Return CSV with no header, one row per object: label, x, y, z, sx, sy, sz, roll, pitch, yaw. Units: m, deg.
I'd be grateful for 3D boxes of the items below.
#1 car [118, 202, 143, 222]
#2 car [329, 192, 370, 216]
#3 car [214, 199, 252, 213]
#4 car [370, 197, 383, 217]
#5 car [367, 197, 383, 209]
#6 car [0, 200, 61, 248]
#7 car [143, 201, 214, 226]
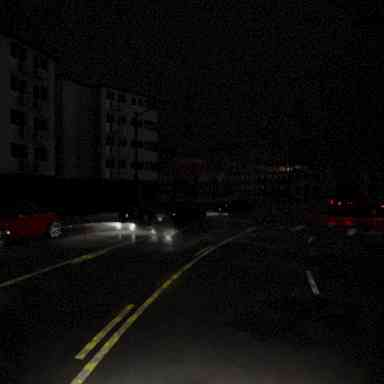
car,-3.477,1.433,24.588,1.994,1.385,4.181,0,0,30
car,14.490,1.056,30.376,2.150,2.045,5.566,0,0,44
car,4.310,1.410,34.926,1.895,1.301,4.718,0,0,43
car,17.200,1.339,28.155,2.128,1.511,4.902,0,0,44
car,23.281,1.321,41.599,1.994,1.385,4.181,0,0,22
car,-7.858,1.273,14.255,2.097,1.767,4.553,0,0,19
car,-0.742,1.371,22.275,2.128,1.511,4.902,0,0,29
